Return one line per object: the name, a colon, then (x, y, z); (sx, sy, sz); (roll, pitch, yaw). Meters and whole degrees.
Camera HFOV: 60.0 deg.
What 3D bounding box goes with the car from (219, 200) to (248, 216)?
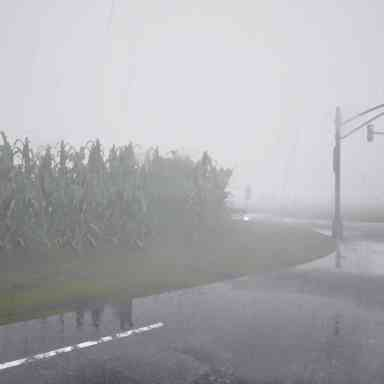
car: (3.164, 1.501, 31.949); (2.033, 1.411, 5.357); (1, 0, -26)
